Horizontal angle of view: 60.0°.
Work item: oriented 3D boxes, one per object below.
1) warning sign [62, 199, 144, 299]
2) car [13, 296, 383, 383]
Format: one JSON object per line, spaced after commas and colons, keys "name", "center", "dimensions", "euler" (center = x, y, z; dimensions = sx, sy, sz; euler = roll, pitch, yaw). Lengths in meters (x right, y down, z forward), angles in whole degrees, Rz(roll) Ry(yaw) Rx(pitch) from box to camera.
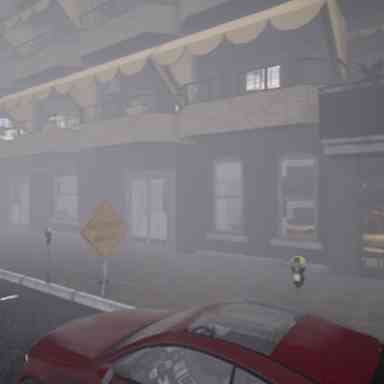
{"name": "warning sign", "center": [-1.886, 1.095, 7.142], "dimensions": [1.060, 1.860, 1.300], "euler": [0, 0, 36]}
{"name": "car", "center": [0.251, 1.577, 2.696], "dimensions": [4.206, 1.307, 1.802], "euler": [0, 0, 36]}
